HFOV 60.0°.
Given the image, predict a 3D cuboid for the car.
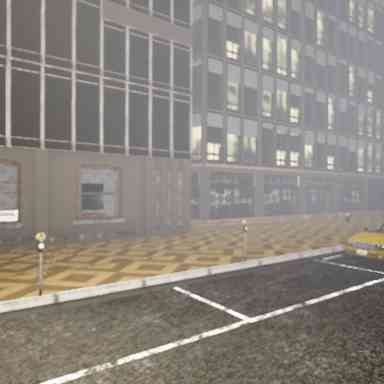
[{"bbox_3d":[7.198,1.542,11.648,4.829,1.417,1.752,0,0,-35],"label":"car"}]
